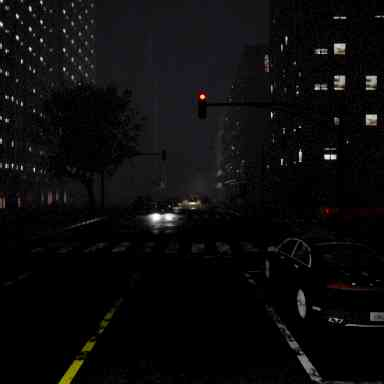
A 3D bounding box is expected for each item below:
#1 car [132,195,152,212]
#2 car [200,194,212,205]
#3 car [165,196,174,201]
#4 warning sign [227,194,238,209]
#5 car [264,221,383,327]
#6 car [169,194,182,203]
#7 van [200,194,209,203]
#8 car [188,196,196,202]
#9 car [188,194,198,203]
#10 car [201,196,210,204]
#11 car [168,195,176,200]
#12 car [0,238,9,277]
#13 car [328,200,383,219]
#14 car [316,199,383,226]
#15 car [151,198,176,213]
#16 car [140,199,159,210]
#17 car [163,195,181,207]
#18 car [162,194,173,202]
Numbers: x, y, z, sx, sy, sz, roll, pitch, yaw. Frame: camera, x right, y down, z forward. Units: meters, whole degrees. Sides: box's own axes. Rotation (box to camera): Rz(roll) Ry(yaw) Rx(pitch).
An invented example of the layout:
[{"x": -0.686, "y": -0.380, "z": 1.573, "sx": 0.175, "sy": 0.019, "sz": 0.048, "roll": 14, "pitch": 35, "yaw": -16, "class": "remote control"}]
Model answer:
[{"x": -5.706, "y": 1.336, "z": 39.335, "sx": 2.192, "sy": 1.841, "sz": 5.009, "roll": 0, "pitch": 0, "yaw": 0, "class": "car"}, {"x": 2.668, "y": 1.611, "z": 61.429, "sx": 1.947, "sy": 1.339, "sz": 4.313, "roll": 0, "pitch": 0, "yaw": 0, "class": "car"}, {"x": -5.720, "y": 1.632, "z": 83.518, "sx": 2.008, "sy": 1.369, "sz": 4.403, "roll": 0, "pitch": 0, "yaw": 0, "class": "car"}, {"x": 5.055, "y": 1.139, "z": 41.464, "sx": 1.300, "sy": 1.860, "sz": 1.060, "roll": 0, "pitch": 0, "yaw": 0, "class": "warning sign"}, {"x": 2.686, "y": 1.551, "z": 6.950, "sx": 2.008, "sy": 1.369, "sz": 4.403, "roll": 0, "pitch": 0, "yaw": 0, "class": "car"}, {"x": -3.052, "y": 1.577, "z": 66.391, "sx": 1.812, "sy": 1.442, "sz": 4.674, "roll": 0, "pitch": 0, "yaw": 1, "class": "car"}, {"x": 2.664, "y": 1.402, "z": 72.475, "sx": 1.690, "sy": 1.788, "sz": 3.998, "roll": 0, "pitch": 0, "yaw": 0, "class": "van"}, {"x": -0.027, "y": 1.668, "z": 78.942, "sx": 1.895, "sy": 1.301, "sz": 4.718, "roll": 0, "pitch": 0, "yaw": 0, "class": "car"}, {"x": 0.075, "y": 1.656, "z": 68.940, "sx": 1.895, "sy": 1.301, "sz": 4.718, "roll": 0, "pitch": 0, "yaw": 0, "class": "car"}, {"x": 2.666, "y": 1.578, "z": 67.122, "sx": 1.752, "sy": 1.417, "sz": 4.829, "roll": 0, "pitch": 0, "yaw": 0, "class": "car"}, {"x": -5.724, "y": 1.654, "z": 94.564, "sx": 2.008, "sy": 1.369, "sz": 4.403, "roll": 0, "pitch": 0, "yaw": 0, "class": "car"}, {"x": -5.694, "y": 1.545, "z": 6.947, "sx": 1.887, "sy": 1.381, "sz": 4.507, "roll": 0, "pitch": 0, "yaw": 0, "class": "car"}, {"x": 13.416, "y": 1.350, "z": 26.359, "sx": 4.403, "sy": 1.369, "sz": 2.008, "roll": -1, "pitch": 1, "yaw": -1, "class": "car"}, {"x": 10.252, "y": 1.196, "z": 20.724, "sx": 4.553, "sy": 1.767, "sz": 2.097, "roll": -1, "pitch": 0, "yaw": 4, "class": "car"}, {"x": -3.102, "y": 1.619, "z": 37.185, "sx": 1.895, "sy": 1.301, "sz": 4.718, "roll": 0, "pitch": 0, "yaw": -1, "class": "car"}, {"x": -5.707, "y": 1.592, "z": 44.858, "sx": 1.947, "sy": 1.339, "sz": 4.313, "roll": 0, "pitch": 0, "yaw": 0, "class": "car"}, {"x": -3.113, "y": 1.558, "z": 50.320, "sx": 1.812, "sy": 1.442, "sz": 4.674, "roll": 0, "pitch": 0, "yaw": 0, "class": "car"}, {"x": -5.719, "y": 1.386, "z": 77.995, "sx": 2.192, "sy": 1.841, "sz": 5.009, "roll": 0, "pitch": 0, "yaw": 0, "class": "car"}]
